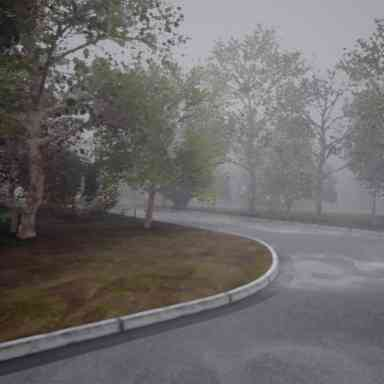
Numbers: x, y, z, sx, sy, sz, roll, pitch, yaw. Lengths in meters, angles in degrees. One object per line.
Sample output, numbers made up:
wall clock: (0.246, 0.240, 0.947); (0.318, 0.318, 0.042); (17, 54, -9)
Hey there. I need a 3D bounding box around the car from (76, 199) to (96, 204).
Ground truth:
car: (-11.227, 1.017, 37.121); (4.674, 1.442, 1.812); (1, -1, 17)
